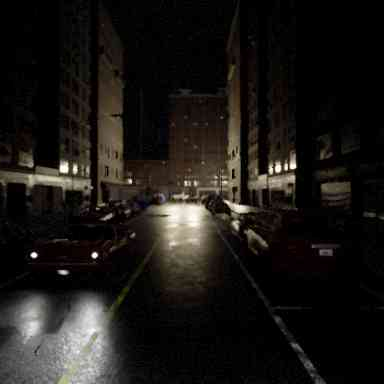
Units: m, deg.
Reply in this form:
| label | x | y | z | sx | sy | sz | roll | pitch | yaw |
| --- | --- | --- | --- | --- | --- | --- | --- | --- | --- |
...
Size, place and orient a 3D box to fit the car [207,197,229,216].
| label | x | y | z | sx | sy | sz | roll | pitch | yaw |
| --- | --- | --- | --- | --- | --- | --- | --- | --- | --- |
| car | 2.671 | 1.454 | 31.136 | 1.752 | 1.417 | 4.829 | 1 | 0 | 0 |

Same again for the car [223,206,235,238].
| label | x | y | z | sx | sy | sz | roll | pitch | yaw |
| --- | --- | --- | --- | --- | --- | --- | --- | --- | --- |
| car | 2.675 | 1.510 | 14.519 | 2.008 | 1.369 | 4.403 | 1 | 0 | 0 |

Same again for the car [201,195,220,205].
| label | x | y | z | sx | sy | sz | roll | pitch | yaw |
| --- | --- | --- | --- | --- | --- | --- | --- | --- | --- |
| car | 2.671 | 1.237 | 41.931 | 2.192 | 1.841 | 5.009 | 1 | 0 | 0 |

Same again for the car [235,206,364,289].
| label | x | y | z | sx | sy | sz | roll | pitch | yaw |
| --- | --- | --- | --- | --- | --- | --- | --- | --- | --- |
| car | 2.679 | 1.288 | 9.037 | 2.192 | 1.841 | 5.009 | 1 | 0 | 0 |

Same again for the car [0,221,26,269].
| label | x | y | z | sx | sy | sz | roll | pitch | yaw |
| --- | --- | --- | --- | --- | --- | --- | --- | --- | --- |
| car | -5.849 | 1.524 | 9.041 | 2.008 | 1.369 | 4.403 | 1 | 0 | 0 |

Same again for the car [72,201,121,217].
| label | x | y | z | sx | sy | sz | roll | pitch | yaw |
| --- | --- | --- | --- | --- | --- | --- | --- | --- | --- |
| car | -5.851 | 1.491 | 20.004 | 1.887 | 1.381 | 4.507 | 1 | 0 | 0 |

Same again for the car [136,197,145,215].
| label | x | y | z | sx | sy | sz | roll | pitch | yaw |
| --- | --- | --- | --- | --- | --- | --- | --- | --- | --- |
| car | -5.853 | 1.455 | 30.798 | 1.752 | 1.417 | 4.829 | 1 | 0 | 0 |

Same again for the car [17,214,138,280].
| label | x | y | z | sx | sy | sz | roll | pitch | yaw |
| --- | --- | --- | --- | --- | --- | --- | --- | --- | --- |
| car | -3.010 | 1.571 | 10.020 | 1.895 | 1.301 | 4.718 | 0 | 0 | 0 |

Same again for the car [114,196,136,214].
| label | x | y | z | sx | sy | sz | roll | pitch | yaw |
| --- | --- | --- | --- | --- | --- | --- | --- | --- | --- |
| car | -5.851 | 1.378 | 25.487 | 1.967 | 1.590 | 4.097 | 1 | 0 | 0 |

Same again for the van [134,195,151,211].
| label | x | y | z | sx | sy | sz | roll | pitch | yaw |
| --- | --- | --- | --- | --- | --- | --- | --- | --- | --- |
| van | -5.853 | 1.266 | 36.451 | 1.690 | 1.788 | 3.998 | 1 | 0 | 0 |

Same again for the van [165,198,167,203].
| label | x | y | z | sx | sy | sz | roll | pitch | yaw |
| --- | --- | --- | --- | --- | --- | --- | --- | --- | --- |
| van | -5.858 | 1.268 | 58.380 | 1.690 | 1.788 | 3.998 | 1 | 0 | 0 |

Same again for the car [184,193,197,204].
| label | x | y | z | sx | sy | sz | roll | pitch | yaw |
| --- | --- | --- | --- | --- | --- | --- | --- | --- | --- |
| car | -0.010 | 1.432 | 62.898 | 1.837 | 1.490 | 4.892 | 0 | 0 | 0 |

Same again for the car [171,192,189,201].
| label | x | y | z | sx | sy | sz | roll | pitch | yaw |
| --- | --- | --- | --- | --- | --- | --- | --- | --- | --- |
| car | -2.689 | 1.023 | 78.413 | 2.150 | 2.045 | 5.566 | 0 | 0 | -37 |

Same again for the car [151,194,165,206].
| label | x | y | z | sx | sy | sz | roll | pitch | yaw |
| --- | --- | --- | --- | --- | --- | --- | --- | --- | --- |
| car | -5.859 | 1.490 | 52.897 | 1.947 | 1.339 | 4.313 | 1 | 0 | 0 |

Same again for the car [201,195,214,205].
| label | x | y | z | sx | sy | sz | roll | pitch | yaw |
| --- | --- | --- | --- | --- | --- | --- | --- | --- | --- |
| car | 2.666 | 1.366 | 58.380 | 1.967 | 1.590 | 4.097 | 1 | 0 | 0 |

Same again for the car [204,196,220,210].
| label | x | y | z | sx | sy | sz | roll | pitch | yaw |
| --- | --- | --- | --- | --- | --- | --- | --- | --- | --- |
| car | 2.669 | 1.475 | 36.450 | 2.008 | 1.369 | 4.403 | 1 | 0 | 0 |

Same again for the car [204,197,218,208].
| label | x | y | z | sx | sy | sz | roll | pitch | yaw |
| --- | --- | --- | --- | --- | --- | --- | --- | --- | --- |
| car | 2.668 | 1.448 | 47.584 | 1.752 | 1.417 | 4.829 | 1 | 0 | 0 |

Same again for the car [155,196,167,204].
| label | x | y | z | sx | sy | sz | roll | pitch | yaw |
| --- | --- | --- | --- | --- | --- | --- | --- | --- | --- |
| car | -5.861 | 1.473 | 63.862 | 1.887 | 1.381 | 4.507 | 1 | 0 | 0 |

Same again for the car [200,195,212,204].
| label | x | y | z | sx | sy | sz | roll | pitch | yaw |
| --- | --- | --- | --- | --- | --- | --- | --- | --- | --- |
| car | 2.665 | 1.368 | 63.863 | 1.967 | 1.590 | 4.097 | 1 | 0 | 0 |
